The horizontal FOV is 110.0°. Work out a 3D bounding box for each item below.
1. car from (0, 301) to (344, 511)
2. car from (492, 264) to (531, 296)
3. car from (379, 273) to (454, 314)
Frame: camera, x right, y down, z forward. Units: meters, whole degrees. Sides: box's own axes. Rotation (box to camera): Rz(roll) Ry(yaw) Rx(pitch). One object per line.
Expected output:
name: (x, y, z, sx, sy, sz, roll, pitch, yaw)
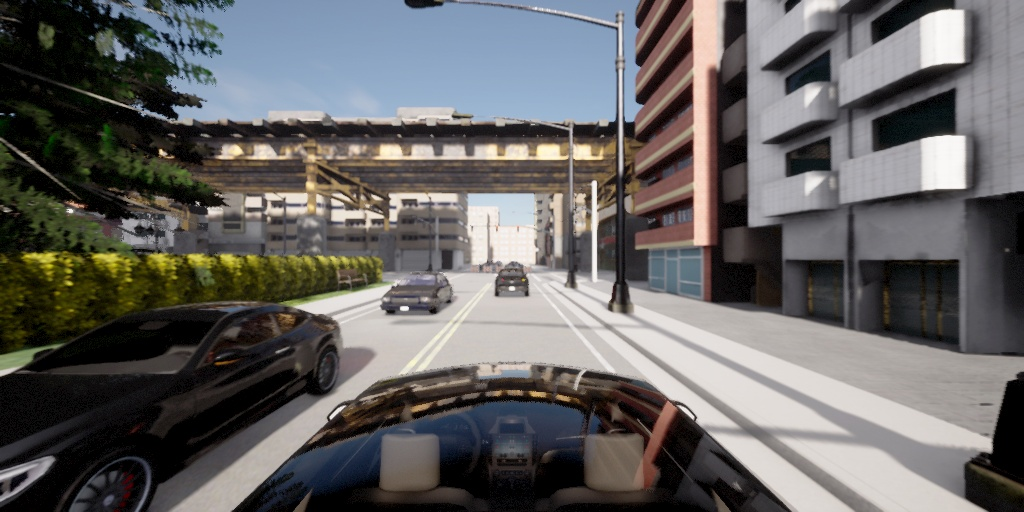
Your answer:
car: (-3.593, 1.292, 3.990, 1.812, 1.442, 4.674, 0, 0, 0)
car: (-0.002, 1.384, 20.146, 1.837, 1.490, 4.892, 0, 0, 0)
car: (-3.582, 1.388, 14.637, 2.033, 1.411, 5.357, 0, 0, 0)
